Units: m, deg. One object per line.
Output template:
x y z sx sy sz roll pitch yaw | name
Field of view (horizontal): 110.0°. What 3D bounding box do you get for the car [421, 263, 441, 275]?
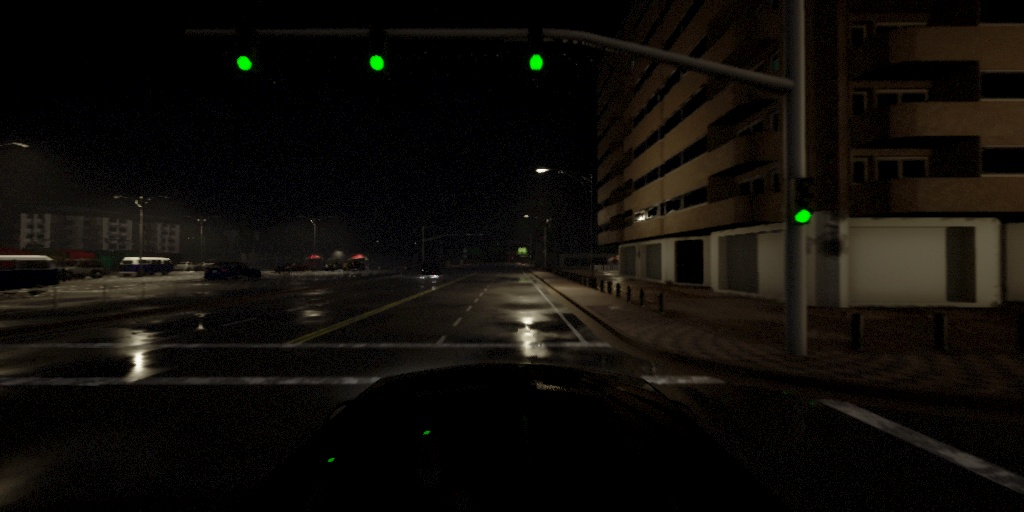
-10.488 1.637 46.518 1.837 1.490 4.892 0 1 0 | car
